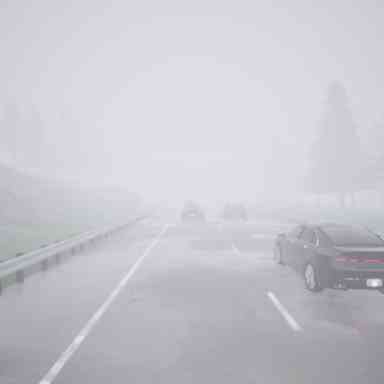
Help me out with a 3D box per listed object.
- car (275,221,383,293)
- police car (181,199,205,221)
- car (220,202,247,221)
[{"bbox_3d":[3.604,1.556,8.987,1.837,1.490,4.892,0,0,0],"label":"car"},{"bbox_3d":[0.077,1.665,28.646,2.038,1.542,4.974,0,-1,0],"label":"police car"},{"bbox_3d":[3.597,1.656,29.046,2.128,1.511,4.902,0,0,0],"label":"car"}]
